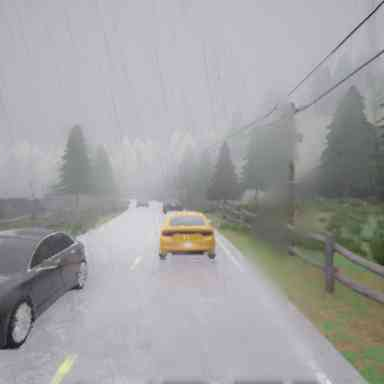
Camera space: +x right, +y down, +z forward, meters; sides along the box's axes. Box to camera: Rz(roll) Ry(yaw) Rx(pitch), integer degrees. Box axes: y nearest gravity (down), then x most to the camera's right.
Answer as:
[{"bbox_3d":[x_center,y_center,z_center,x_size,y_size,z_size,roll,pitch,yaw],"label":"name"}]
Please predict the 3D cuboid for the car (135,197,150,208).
[{"bbox_3d":[-7.252,1.587,48.881,1.837,1.490,4.892,0,0,-9],"label":"car"}]

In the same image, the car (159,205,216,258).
[{"bbox_3d":[-0.229,1.496,12.833,1.882,1.535,5.008,0,0,-2],"label":"car"}]

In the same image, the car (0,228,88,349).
[{"bbox_3d":[-3.420,1.520,6.311,1.837,1.490,4.892,0,0,-1],"label":"car"}]

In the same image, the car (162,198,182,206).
[{"bbox_3d":[-2.214,1.408,37.117,2.097,1.767,4.553,0,0,-7],"label":"car"}]
